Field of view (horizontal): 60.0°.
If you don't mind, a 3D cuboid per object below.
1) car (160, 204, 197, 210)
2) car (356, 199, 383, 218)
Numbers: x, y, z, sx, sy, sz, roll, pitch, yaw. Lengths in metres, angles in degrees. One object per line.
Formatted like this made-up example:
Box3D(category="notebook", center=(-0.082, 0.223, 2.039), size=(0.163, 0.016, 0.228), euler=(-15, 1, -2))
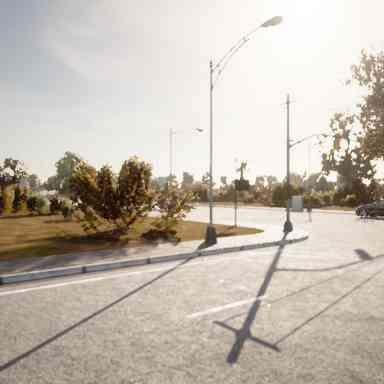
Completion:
Box3D(category="car", center=(-1.698, 1.536, 39.296), size=(2.033, 1.411, 5.357), euler=(0, 0, -39))
Box3D(category="car", center=(16.393, 1.336, 28.124), size=(2.097, 1.767, 4.553), euler=(0, 0, -39))
